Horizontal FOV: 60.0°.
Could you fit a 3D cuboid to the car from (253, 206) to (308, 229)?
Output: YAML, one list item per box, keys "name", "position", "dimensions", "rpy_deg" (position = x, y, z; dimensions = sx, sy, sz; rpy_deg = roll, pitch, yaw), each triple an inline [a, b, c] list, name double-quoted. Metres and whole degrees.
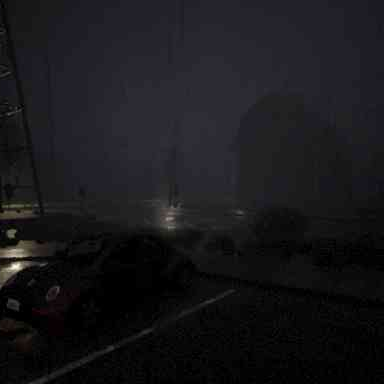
- name: "car"
  position: [4.827, 1.499, 17.935]
  dimensions: [1.816, 1.474, 4.193]
  rpy_deg: [0, 0, 36]

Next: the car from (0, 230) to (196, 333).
- name: "car"
  position: [-1.646, 1.515, 6.754]
  dimensions: [1.784, 1.438, 3.905]
  rpy_deg: [0, 0, 36]
